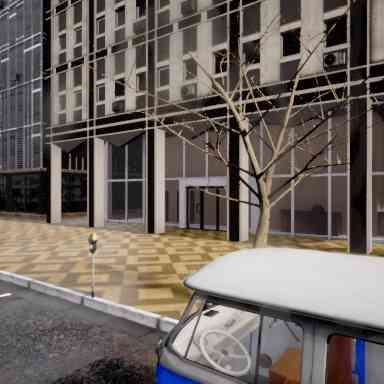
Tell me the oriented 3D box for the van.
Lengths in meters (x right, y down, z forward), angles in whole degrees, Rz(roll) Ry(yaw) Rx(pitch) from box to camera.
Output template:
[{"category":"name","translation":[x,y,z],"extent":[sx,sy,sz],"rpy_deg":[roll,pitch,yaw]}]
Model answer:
[{"category":"van","translation":[1.560,1.341,1.758],"extent":[3.998,1.788,1.690],"rpy_deg":[0,0,36]}]
